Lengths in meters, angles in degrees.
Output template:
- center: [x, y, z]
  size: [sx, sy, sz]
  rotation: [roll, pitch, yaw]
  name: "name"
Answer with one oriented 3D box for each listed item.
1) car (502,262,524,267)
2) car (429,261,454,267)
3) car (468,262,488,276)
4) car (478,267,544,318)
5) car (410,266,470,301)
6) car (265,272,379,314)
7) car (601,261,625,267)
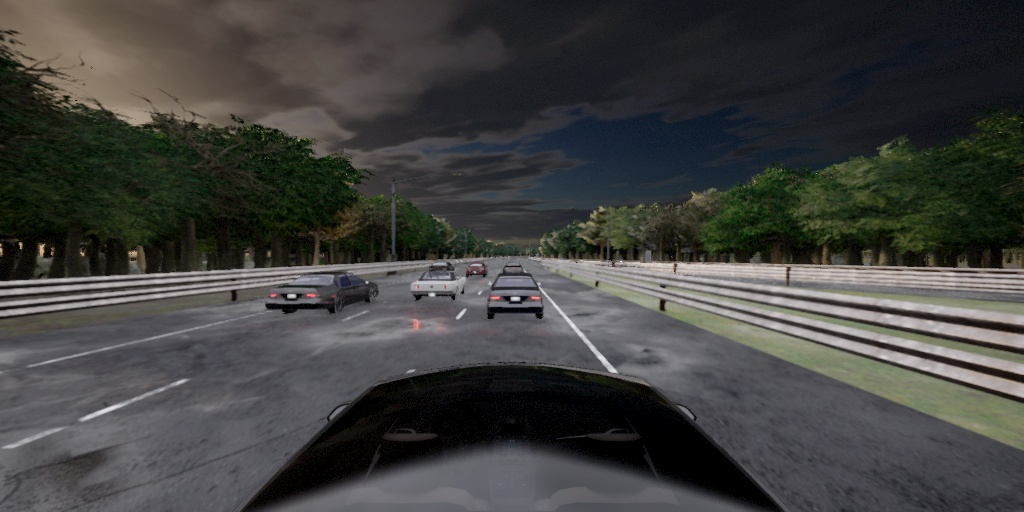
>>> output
- center: [0.103, 1.276, 33.896]
  size: [2.128, 1.511, 4.902]
  rotation: [0, 0, 0]
  name: "car"
- center: [-6.895, 1.238, 35.617]
  size: [1.882, 1.535, 5.008]
  rotation: [0, 0, 0]
  name: "car"
- center: [-3.396, 1.312, 35.199]
  size: [1.812, 1.442, 4.674]
  rotation: [0, 0, 0]
  name: "car"
- center: [0.102, 1.304, 13.020]
  size: [2.033, 1.411, 5.357]
  rotation: [0, 0, 0]
  name: "car"
- center: [-3.399, 1.363, 17.507]
  size: [1.895, 1.301, 4.718]
  rotation: [0, 0, 0]
  name: "car"
- center: [-6.903, 1.306, 13.743]
  size: [2.033, 1.411, 5.357]
  rotation: [0, 0, 0]
  name: "car"
- center: [14.938, 1.452, 53.241]
  size: [1.812, 1.442, 4.674]
  rotation: [0, 0, -16]
  name: "car"
